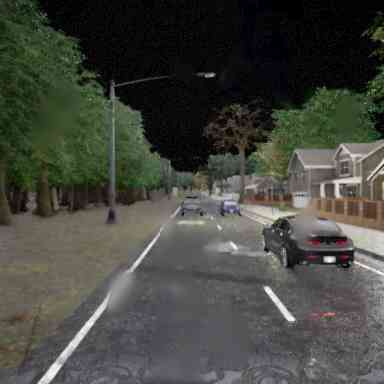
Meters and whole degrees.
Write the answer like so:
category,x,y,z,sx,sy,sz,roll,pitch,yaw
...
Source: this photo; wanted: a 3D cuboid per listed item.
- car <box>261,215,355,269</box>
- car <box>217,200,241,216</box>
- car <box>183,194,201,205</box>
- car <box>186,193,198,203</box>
category,x,y,z,sx,sy,sz,roll,pitch,yaw
car,3.603,1.517,11.127,1.837,1.490,4.892,0,0,0
car,3.607,1.537,32.532,1.812,1.442,4.674,0,0,0
car,0.005,1.154,29.623,2.033,1.649,4.856,0,0,0
car,0.011,1.057,59.977,2.033,1.649,4.856,0,0,0
